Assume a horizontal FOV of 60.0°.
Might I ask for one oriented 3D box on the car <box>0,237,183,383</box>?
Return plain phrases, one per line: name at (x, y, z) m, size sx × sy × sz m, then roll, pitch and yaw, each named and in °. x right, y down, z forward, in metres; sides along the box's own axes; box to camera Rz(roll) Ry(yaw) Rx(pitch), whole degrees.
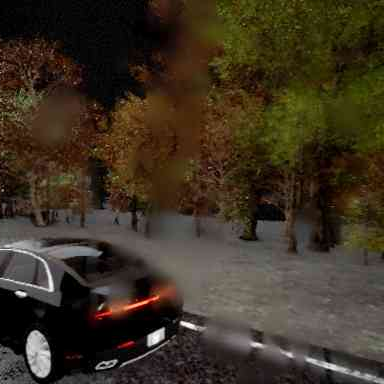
car at (-2.408, 1.503, 5.419) m, size 4.892 × 1.490 × 1.837 m, roll 0°, pitch 0°, yaw 35°
